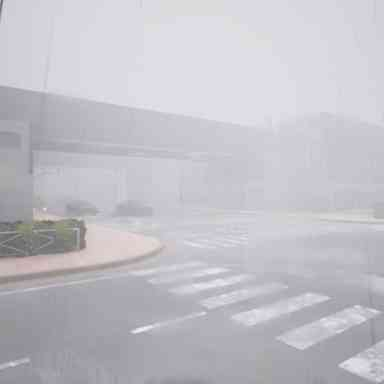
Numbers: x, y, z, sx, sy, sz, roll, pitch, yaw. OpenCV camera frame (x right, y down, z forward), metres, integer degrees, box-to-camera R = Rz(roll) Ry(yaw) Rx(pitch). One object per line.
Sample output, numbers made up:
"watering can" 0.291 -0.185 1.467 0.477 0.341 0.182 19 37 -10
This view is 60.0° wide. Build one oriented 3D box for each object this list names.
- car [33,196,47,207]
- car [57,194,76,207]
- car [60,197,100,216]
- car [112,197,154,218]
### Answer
"car" -23.275 1.357 49.787 2.097 1.767 4.553 0 0 -36
"car" -18.630 1.501 49.296 2.128 1.511 4.902 0 0 -35
"car" -10.920 1.554 32.577 2.033 1.411 5.357 0 0 -36
"car" -5.372 1.487 30.888 1.882 1.535 5.008 0 0 -36
